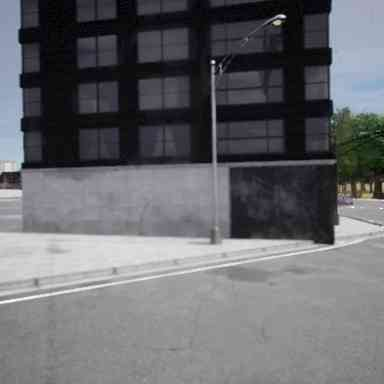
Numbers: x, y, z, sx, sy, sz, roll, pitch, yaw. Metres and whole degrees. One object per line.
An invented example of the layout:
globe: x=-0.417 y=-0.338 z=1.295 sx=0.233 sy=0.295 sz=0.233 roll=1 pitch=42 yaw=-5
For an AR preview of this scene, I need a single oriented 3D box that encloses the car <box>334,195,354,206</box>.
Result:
car: x=22.553 y=1.232 z=49.601 sx=2.128 sy=1.511 sz=4.902 roll=-1 pitch=0 yaw=9
